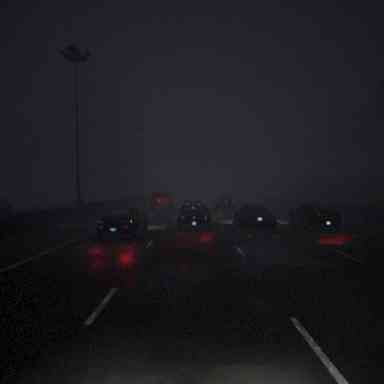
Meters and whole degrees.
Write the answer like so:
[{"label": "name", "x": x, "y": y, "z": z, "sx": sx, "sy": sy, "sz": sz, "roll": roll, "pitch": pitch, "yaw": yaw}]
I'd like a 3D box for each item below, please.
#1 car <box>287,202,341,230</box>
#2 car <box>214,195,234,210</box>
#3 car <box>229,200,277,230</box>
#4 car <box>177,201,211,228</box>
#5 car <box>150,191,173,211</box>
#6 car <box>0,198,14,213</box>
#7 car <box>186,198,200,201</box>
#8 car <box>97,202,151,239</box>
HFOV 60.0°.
[{"label": "car", "x": 7.117, "y": 1.353, "z": 19.768, "sx": 1.837, "sy": 1.490, "sz": 4.892, "roll": 0, "pitch": 0, "yaw": 0}, {"label": "car", "x": 3.631, "y": 1.069, "z": 37.188, "sx": 2.097, "sy": 1.767, "sz": 4.553, "roll": 0, "pitch": 0, "yaw": 0}, {"label": "car", "x": 3.617, "y": 1.413, "z": 19.703, "sx": 1.994, "sy": 1.385, "sz": 4.181, "roll": 0, "pitch": 0, "yaw": 0}, {"label": "car", "x": 0.118, "y": 1.443, "z": 20.728, "sx": 1.895, "sy": 1.301, "sz": 4.718, "roll": 0, "pitch": 0, "yaw": 0}, {"label": "car", "x": -3.369, "y": 0.942, "z": 36.736, "sx": 2.150, "sy": 2.045, "sz": 5.566, "roll": 0, "pitch": 0, "yaw": 0}, {"label": "car", "x": -14.079, "y": 1.182, "z": 22.393, "sx": 2.097, "sy": 1.767, "sz": 4.553, "roll": 0, "pitch": 0, "yaw": 0}, {"label": "car", "x": 0.130, "y": 1.323, "z": 36.500, "sx": 1.895, "sy": 1.301, "sz": 4.718, "roll": 0, "pitch": 0, "yaw": 0}, {"label": "car", "x": -3.386, "y": 1.399, "z": 16.540, "sx": 1.812, "sy": 1.442, "sz": 4.674, "roll": 0, "pitch": 0, "yaw": 0}]
